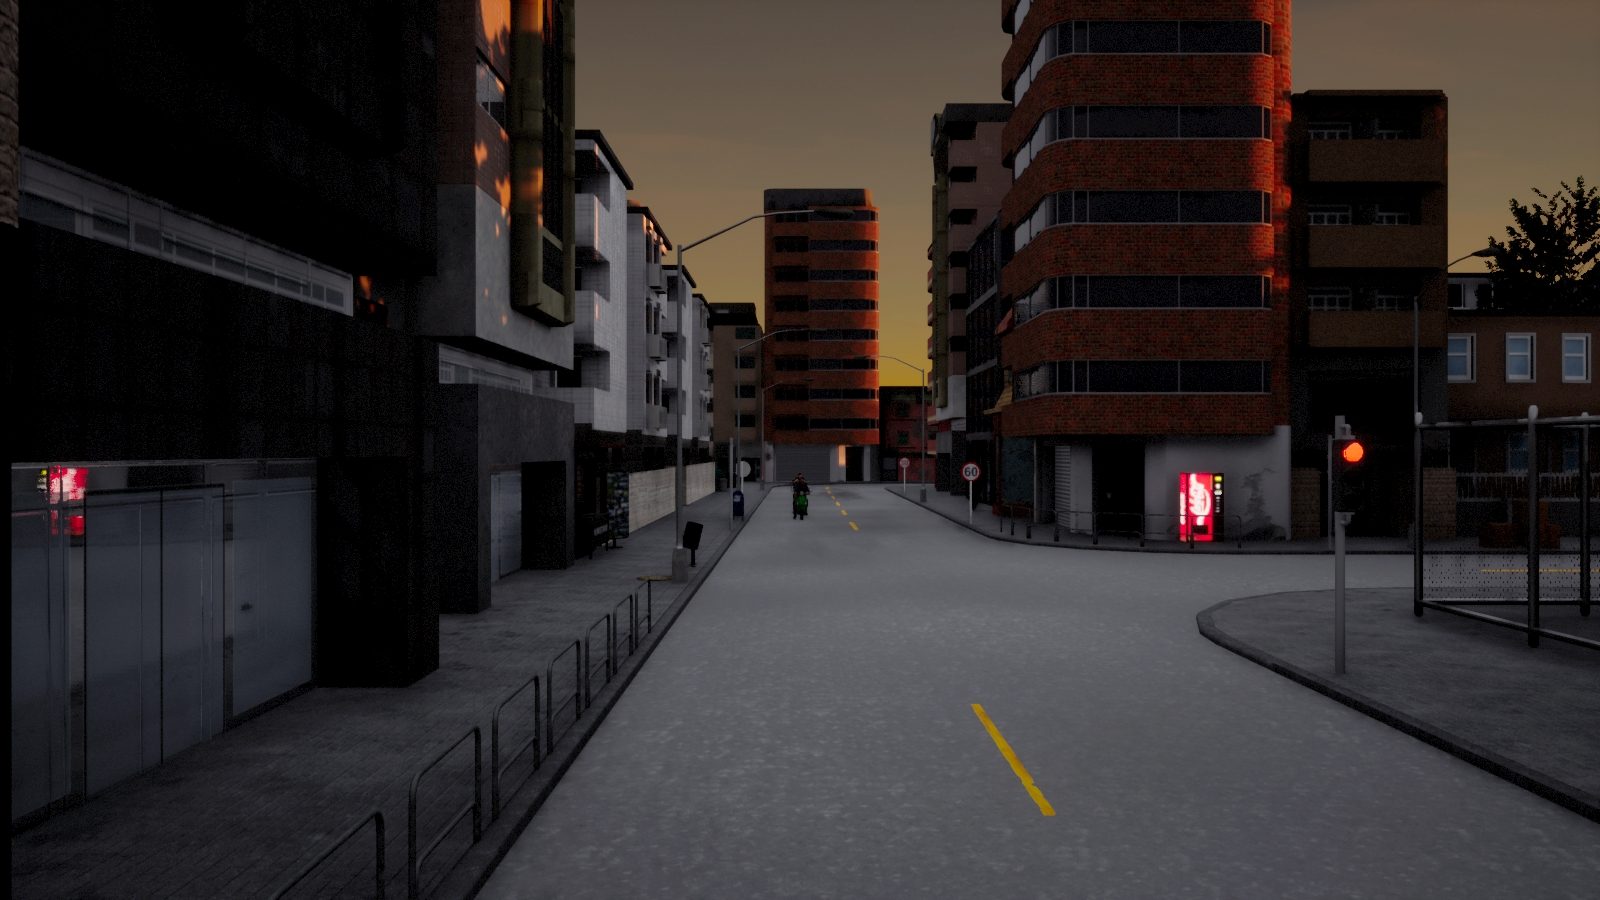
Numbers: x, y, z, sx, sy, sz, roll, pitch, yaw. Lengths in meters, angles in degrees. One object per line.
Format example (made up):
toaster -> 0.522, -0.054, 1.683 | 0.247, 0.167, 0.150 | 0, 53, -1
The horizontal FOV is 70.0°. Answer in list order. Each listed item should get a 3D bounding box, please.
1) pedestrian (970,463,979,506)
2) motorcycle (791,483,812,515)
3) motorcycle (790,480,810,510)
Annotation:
pedestrian -> 7.769, 1.533, 50.894 | 0.375, 1.860, 0.375 | 0, 0, 11
motorcycle -> 0.063, 1.970, 46.521 | 0.856, 1.236, 1.805 | 0, 0, 0
motorcycle -> 0.019, 1.970, 50.389 | 0.856, 1.236, 1.805 | 0, 0, 0
